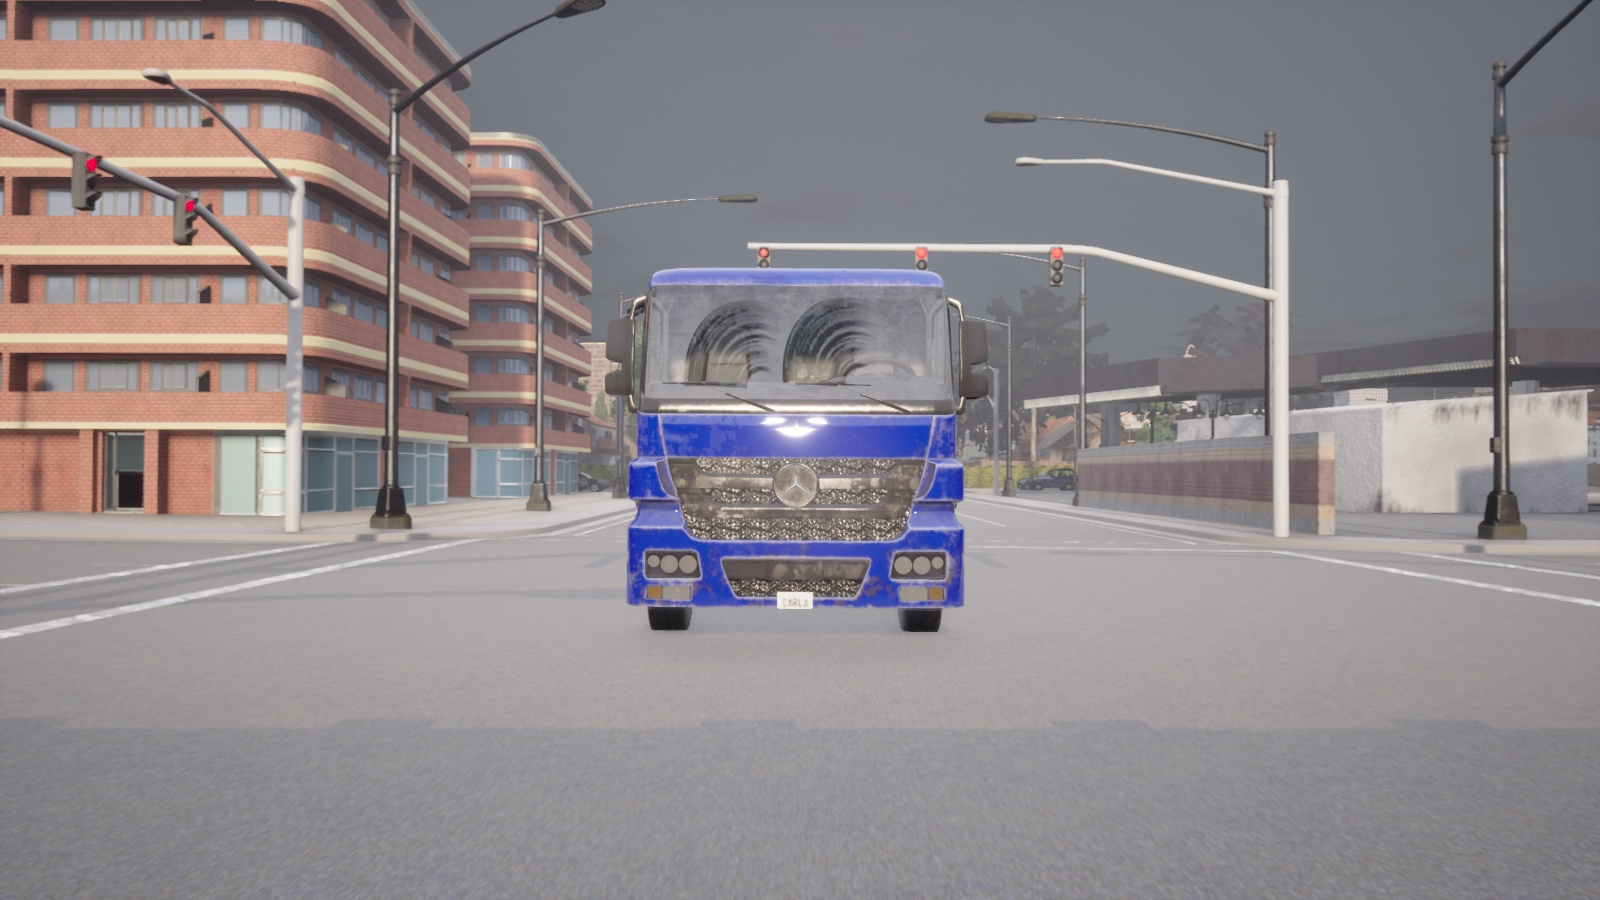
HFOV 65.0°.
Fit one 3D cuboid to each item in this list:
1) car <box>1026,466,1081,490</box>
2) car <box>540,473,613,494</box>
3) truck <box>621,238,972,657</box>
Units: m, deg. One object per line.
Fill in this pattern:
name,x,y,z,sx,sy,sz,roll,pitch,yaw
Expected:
car,19.481,2.151,96.699,3.866,1.878,1.905,0,-1,1
car,-15.846,2.375,89.177,4.892,1.490,1.837,0,-1,1
truck,-0.041,0.040,14.359,2.891,3.462,7.936,0,-1,0
